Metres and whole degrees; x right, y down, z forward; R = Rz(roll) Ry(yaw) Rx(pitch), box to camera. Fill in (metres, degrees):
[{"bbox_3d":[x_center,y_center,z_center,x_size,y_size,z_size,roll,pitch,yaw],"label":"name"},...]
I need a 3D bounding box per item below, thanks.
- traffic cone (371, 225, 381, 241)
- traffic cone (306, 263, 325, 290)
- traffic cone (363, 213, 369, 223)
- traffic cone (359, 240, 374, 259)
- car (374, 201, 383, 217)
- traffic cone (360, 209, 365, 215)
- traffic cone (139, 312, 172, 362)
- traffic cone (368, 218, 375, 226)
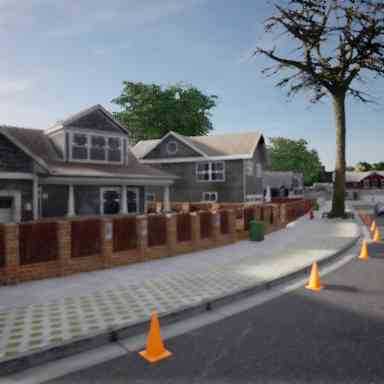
[{"bbox_3d":[8.582,1.964,15.418,0.340,0.580,0.340,-1,0,30],"label":"traffic cone"},{"bbox_3d":[2.925,1.974,7.900,0.340,0.580,0.340,-1,0,44],"label":"traffic cone"},{"bbox_3d":[12.822,1.972,24.192,0.340,0.580,0.340,-1,0,25],"label":"traffic cone"},{"bbox_3d":[5.970,1.966,11.495,0.340,0.580,0.340,-1,0,37],"label":"traffic cone"},{"bbox_3d":[18.080,1.553,30.965,2.033,1.411,5.357,-1,0,24],"label":"car"},{"bbox_3d":[14.901,1.977,28.739,0.340,0.580,0.340,-1,0,25],"label":"traffic cone"},{"bbox_3d":[-0.514,1.988,4.679,0.340,0.580,0.340,0,0,-40],"label":"traffic cone"},{"bbox_3d":[10.743,1.967,19.645,0.340,0.580,0.340,-1,0,25],"label":"traffic cone"}]
